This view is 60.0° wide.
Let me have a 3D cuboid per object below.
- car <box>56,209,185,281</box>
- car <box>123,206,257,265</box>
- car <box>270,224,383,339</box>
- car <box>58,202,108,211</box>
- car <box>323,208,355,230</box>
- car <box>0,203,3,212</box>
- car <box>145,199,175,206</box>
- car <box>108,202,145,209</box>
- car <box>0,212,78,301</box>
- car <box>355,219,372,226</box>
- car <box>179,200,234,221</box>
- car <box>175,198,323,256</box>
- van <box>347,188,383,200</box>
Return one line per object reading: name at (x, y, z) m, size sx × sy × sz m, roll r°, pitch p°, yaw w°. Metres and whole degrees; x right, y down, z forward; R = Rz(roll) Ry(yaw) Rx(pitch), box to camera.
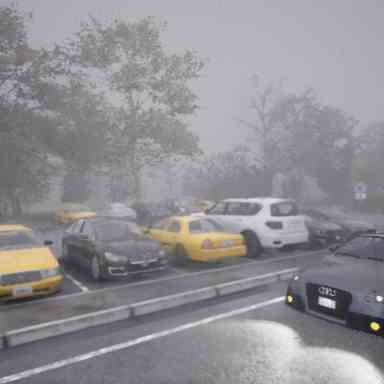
car at (-2.562, 1.514, 10.198) m, size 2.231 × 1.521 × 4.892 m, roll 0°, pitch 0°, yaw -35°
car at (-0.397, 1.505, 11.945) m, size 1.946 × 1.575 × 5.366 m, roll 0°, pitch 0°, yaw -35°
car at (3.715, 1.519, 6.293) m, size 4.181 × 1.385 × 1.994 m, roll 0°, pitch 0°, yaw -35°
car at (-7.707, 1.499, 22.341) m, size 1.946 × 1.575 × 5.366 m, roll 0°, pitch 0°, yaw -35°
car at (4.244, 1.499, 14.998) m, size 2.097 × 1.535 × 5.008 m, roll 0°, pitch 0°, yaw -35°
car at (-12.357, 1.260, 19.323) m, size 2.435 × 2.045 × 5.566 m, roll 0°, pitch 0°, yaw -35°
car at (-3.269, 1.523, 25.662) m, size 2.163 × 1.488 × 4.792 m, roll 0°, pitch 0°, yaw -35°
car at (-5.548, 1.538, 24.087) m, size 2.002 × 1.452 × 4.674 m, roll 0°, pitch 0°, yaw -35°
car at (-4.720, 1.515, 8.441) m, size 1.946 × 1.575 × 5.366 m, roll 0°, pitch 0°, yaw -35°
car at (6.533, 1.524, 16.570) m, size 2.163 × 1.488 × 4.792 m, roll 0°, pitch 0°, yaw -35°
car at (1.143, 1.484, 28.804) m, size 2.097 × 1.535 × 5.008 m, roll 0°, pitch 0°, yaw -35°
car at (1.962, 1.253, 13.416) m, size 2.435 × 2.045 × 5.566 m, roll 0°, pitch 0°, yaw -35°
van at (23.196, 0.430, 44.532) m, size 1.878 × 1.987 × 4.442 m, roll -1°, pitch 1°, yaw -35°
